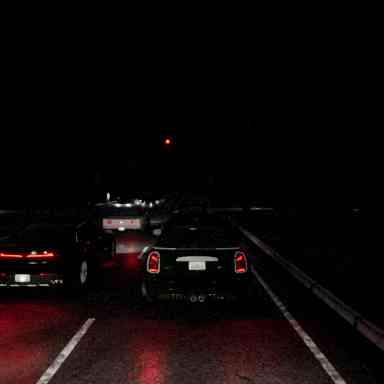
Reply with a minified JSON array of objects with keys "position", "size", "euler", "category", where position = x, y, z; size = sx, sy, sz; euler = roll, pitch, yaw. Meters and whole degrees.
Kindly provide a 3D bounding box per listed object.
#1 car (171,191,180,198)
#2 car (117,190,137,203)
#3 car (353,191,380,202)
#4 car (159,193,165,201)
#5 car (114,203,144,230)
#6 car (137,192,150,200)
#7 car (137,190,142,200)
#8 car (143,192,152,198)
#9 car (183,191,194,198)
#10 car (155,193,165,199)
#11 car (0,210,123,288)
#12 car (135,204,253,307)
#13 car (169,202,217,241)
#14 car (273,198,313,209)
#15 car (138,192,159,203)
[{"position":[-4.146,0.683,85.372],"size":[1.882,1.535,5.008],"euler":[0,1,-4],"category":"car"},{"position":[-10.699,0.929,53.847],"size":[2.097,1.767,4.553],"euler":[0,0,0],"category":"car"},{"position":[21.875,0.923,39.711],"size":[5.566,2.045,2.150],"euler":[0,1,-3],"category":"car"},{"position":[-7.176,1.006,66.063],"size":[2.033,1.411,5.357],"euler":[0,1,1],"category":"car"},{"position":[-3.437,1.487,18.441],"size":[1.895,1.301,4.718],"euler":[0,0,0],"category":"car"},{"position":[-10.737,0.895,73.512],"size":[2.128,1.511,4.902],"euler":[0,1,-1],"category":"car"},{"position":[-10.686,0.710,63.287],"size":[2.150,2.045,5.566],"euler":[0,1,0],"category":"car"},{"position":[-11.073,0.750,83.734],"size":[1.812,1.442,4.674],"euler":[0,1,-2],"category":"car"},{"position":[-0.686,0.709,86.072],"size":[1.812,1.442,4.674],"euler":[0,1,-4],"category":"car"},{"position":[-7.307,0.871,76.490],"size":[2.033,1.411,5.357],"euler":[0,1,-1],"category":"car"},{"position":[-3.416,1.468,9.120],"size":[1.837,1.490,4.892],"euler":[0,0,0],"category":"car"},{"position":[0.087,1.323,8.068],"size":[2.097,1.767,4.553],"euler":[0,0,0],"category":"car"},{"position":[0.060,1.388,17.264],"size":[2.128,1.511,4.902],"euler":[0,0,1],"category":"car"},{"position":[12.015,1.307,39.137],"size":[4.718,1.301,1.895],"euler":[0,0,-3],"category":"car"},{"position":[-7.204,1.106,55.995],"size":[2.033,1.411,5.357],"euler":[0,1,0],"category":"car"}]
